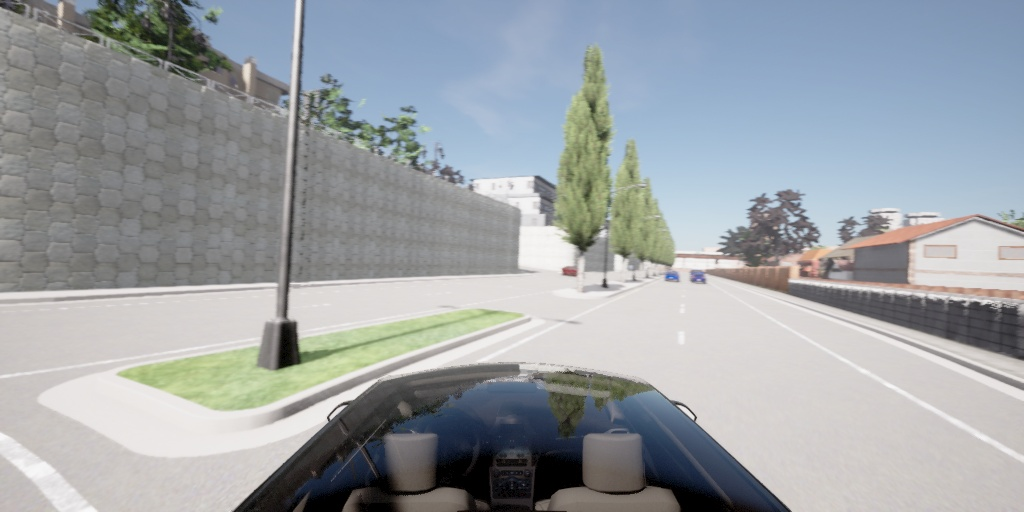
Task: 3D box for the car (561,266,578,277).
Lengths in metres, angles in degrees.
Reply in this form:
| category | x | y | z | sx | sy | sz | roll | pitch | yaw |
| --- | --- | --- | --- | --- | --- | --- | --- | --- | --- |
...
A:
| category | x | y | z | sx | sy | sz | roll | pitch | yaw |
| --- | --- | --- | --- | --- | --- | --- | --- | --- | --- |
| car | 8.468 | 2.144 | 50.827 | 1.882 | 1.535 | 5.008 | 5 | -1 | -9 |

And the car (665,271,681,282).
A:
| category | x | y | z | sx | sy | sz | roll | pitch | yaw |
| --- | --- | --- | --- | --- | --- | --- | --- | --- | --- |
| car | 24.045 | 3.056 | 53.794 | 1.882 | 1.535 | 5.008 | 3 | -1 | 26 |

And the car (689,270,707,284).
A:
| category | x | y | z | sx | sy | sz | roll | pitch | yaw |
| --- | --- | --- | --- | --- | --- | --- | --- | --- | --- |
| car | 27.025 | 3.240 | 51.939 | 1.812 | 1.442 | 4.674 | 3 | -1 | 26 |
